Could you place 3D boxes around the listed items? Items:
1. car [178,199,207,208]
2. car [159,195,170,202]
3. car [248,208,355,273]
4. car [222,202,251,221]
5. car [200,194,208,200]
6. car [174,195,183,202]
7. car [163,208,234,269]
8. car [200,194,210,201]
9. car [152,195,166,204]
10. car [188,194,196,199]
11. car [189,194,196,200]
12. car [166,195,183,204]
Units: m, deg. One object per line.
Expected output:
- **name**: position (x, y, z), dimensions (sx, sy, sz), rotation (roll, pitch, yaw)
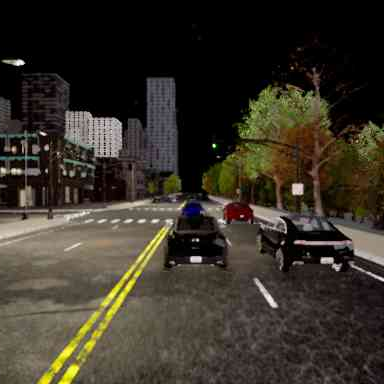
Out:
- **car**: position (0.113, 1.517, 24.668), dimensions (1.812, 1.442, 4.674), rotation (0, 0, 0)
- **car**: position (-6.462, 1.485, 79.181), dimensions (2.128, 1.511, 4.902), rotation (0, 0, 0)
- **car**: position (3.355, 1.488, 10.678), dimensions (2.128, 1.511, 4.902), rotation (0, 0, 0)
- **car**: position (3.363, 1.469, 24.863), dimensions (1.882, 1.535, 5.008), rotation (0, 0, 0)
- **car**: position (3.293, 1.285, 90.912), dimensions (1.837, 1.490, 4.892), rotation (0, 0, 0)
- **car**: position (-3.212, 1.460, 79.222), dimensions (1.837, 1.490, 4.892), rotation (0, 0, 0)
- **car**: position (0.106, 1.502, 11.104), dimensions (1.837, 1.490, 4.892), rotation (0, 0, 0)
- **car**: position (3.288, 1.505, 80.909), dimensions (1.994, 1.385, 4.181), rotation (0, 0, 0)
- **car**: position (-6.493, 1.533, 63.695), dimensions (1.994, 1.385, 4.181), rotation (0, 0, 1)
- **car**: position (0.037, 1.477, 80.494), dimensions (2.128, 1.511, 4.902), rotation (0, 0, 0)
- **car**: position (0.043, 1.309, 90.913), dimensions (1.812, 1.442, 4.674), rotation (0, 0, 0)
- **car**: position (-3.246, 1.463, 63.758), dimensions (2.128, 1.511, 4.902), rotation (0, 0, 1)
